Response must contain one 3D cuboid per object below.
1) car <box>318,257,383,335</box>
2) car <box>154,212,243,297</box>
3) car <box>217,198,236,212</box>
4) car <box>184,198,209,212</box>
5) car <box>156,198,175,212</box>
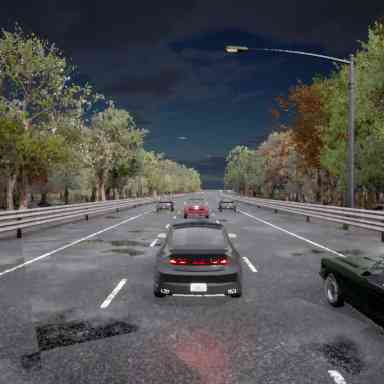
[{"bbox_3d":[3.614,1.600,4.996,1.895,1.301,4.718,0,0,0],"label":"car"},{"bbox_3d":[0.133,1.503,8.532,1.837,1.490,4.892,0,0,0],"label":"car"},{"bbox_3d":[4.007,1.479,38.668,2.128,1.511,4.902,0,0,1],"label":"car"},{"bbox_3d":[0.355,1.344,29.500,2.097,1.767,4.553,0,0,0],"label":"car"},{"bbox_3d":[-2.998,1.479,38.530,2.128,1.511,4.902,0,0,1],"label":"car"}]
